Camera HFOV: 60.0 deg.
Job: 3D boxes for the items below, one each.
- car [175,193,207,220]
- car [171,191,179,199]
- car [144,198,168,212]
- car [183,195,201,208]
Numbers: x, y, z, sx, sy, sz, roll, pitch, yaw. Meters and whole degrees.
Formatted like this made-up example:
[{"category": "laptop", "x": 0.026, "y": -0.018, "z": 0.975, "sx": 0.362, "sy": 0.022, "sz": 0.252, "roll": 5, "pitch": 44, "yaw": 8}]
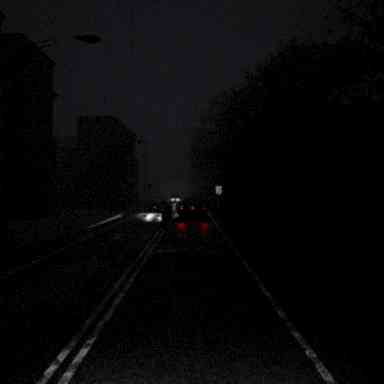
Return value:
[{"category": "car", "x": 0.055, "y": 1.141, "z": 25.542, "sx": 2.097, "sy": 1.767, "sz": 4.553, "roll": 0, "pitch": 1, "yaw": 0}, {"category": "car", "x": -3.705, "y": 0.643, "z": 74.742, "sx": 2.128, "sy": 1.511, "sz": 4.902, "roll": 0, "pitch": 1, "yaw": -1}, {"category": "car", "x": -3.414, "y": 1.244, "z": 32.294, "sx": 1.994, "sy": 1.385, "sz": 4.181, "roll": 0, "pitch": -1, "yaw": 0}, {"category": "car", "x": -0.020, "y": 1.160, "z": 42.175, "sx": 2.033, "sy": 1.411, "sz": 5.357, "roll": 0, "pitch": 1, "yaw": 0}]
